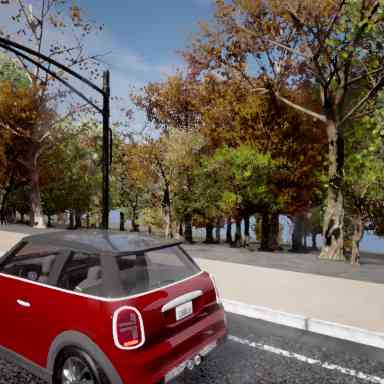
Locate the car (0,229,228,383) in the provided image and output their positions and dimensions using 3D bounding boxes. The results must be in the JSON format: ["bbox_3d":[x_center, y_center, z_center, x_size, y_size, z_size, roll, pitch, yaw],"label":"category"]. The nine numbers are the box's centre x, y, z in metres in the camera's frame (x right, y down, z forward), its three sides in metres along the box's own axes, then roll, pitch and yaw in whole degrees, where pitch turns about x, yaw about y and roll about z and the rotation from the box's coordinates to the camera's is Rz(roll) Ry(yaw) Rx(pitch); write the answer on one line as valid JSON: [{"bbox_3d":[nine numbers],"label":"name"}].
[{"bbox_3d":[-1.815,1.351,4.979,4.553,1.767,2.097,0,0,36],"label":"car"}]
